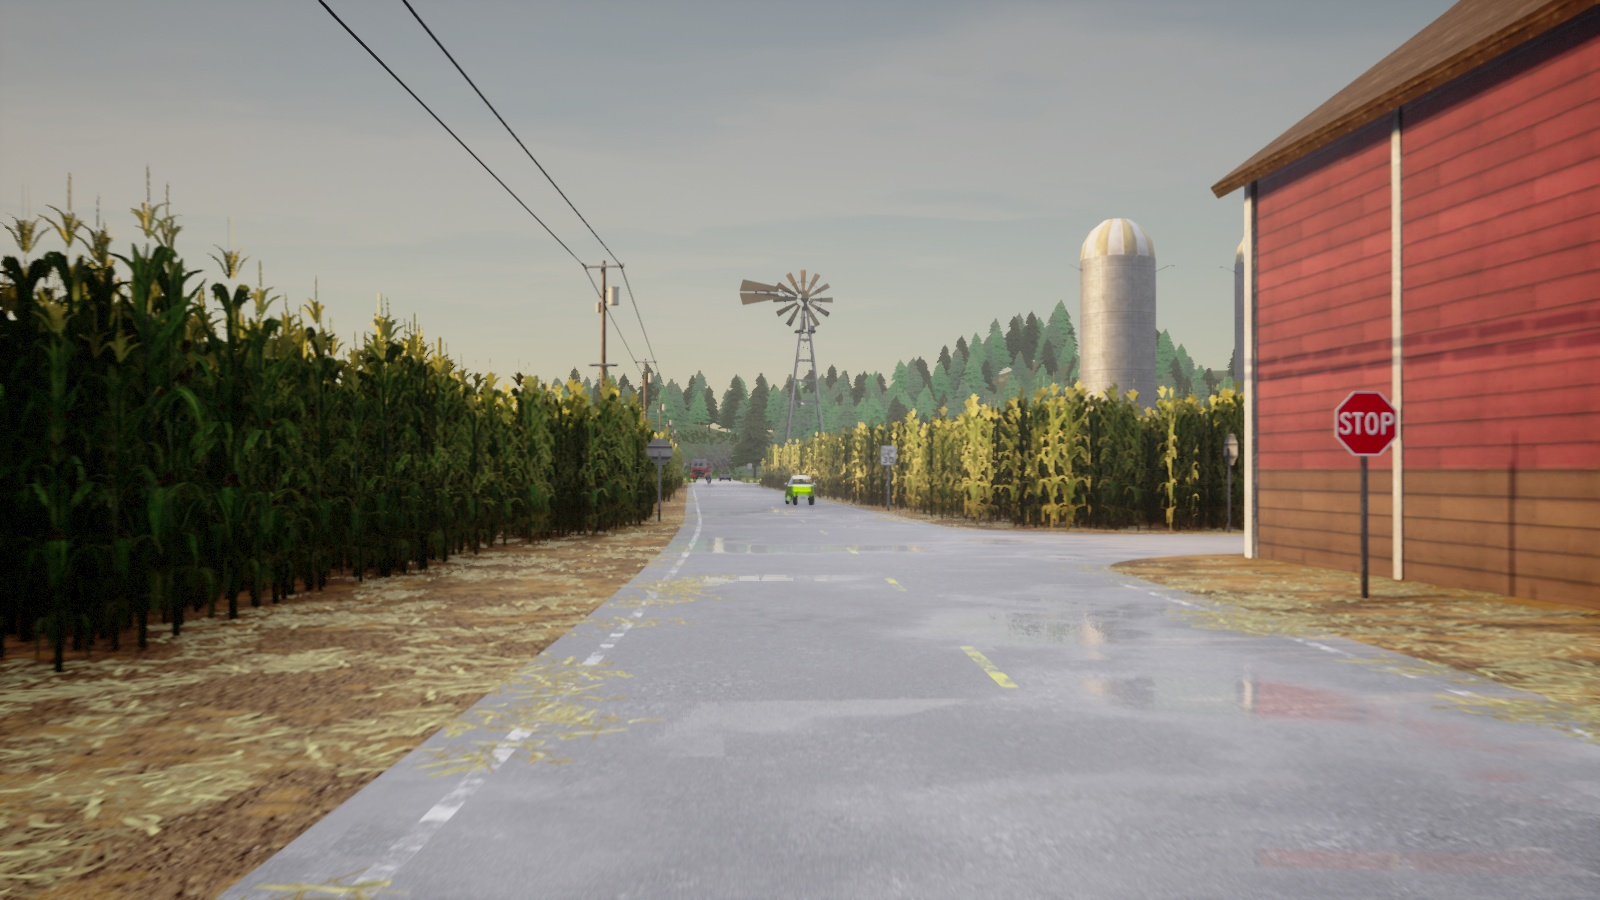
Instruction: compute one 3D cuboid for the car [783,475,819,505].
[{"bbox_3d":[0.050,1.848,58.462,1.481,1.376,2.207,0,-1,-5],"label":"car"}]
